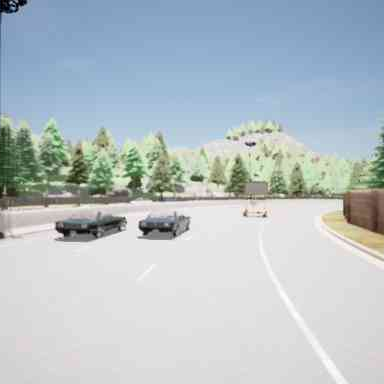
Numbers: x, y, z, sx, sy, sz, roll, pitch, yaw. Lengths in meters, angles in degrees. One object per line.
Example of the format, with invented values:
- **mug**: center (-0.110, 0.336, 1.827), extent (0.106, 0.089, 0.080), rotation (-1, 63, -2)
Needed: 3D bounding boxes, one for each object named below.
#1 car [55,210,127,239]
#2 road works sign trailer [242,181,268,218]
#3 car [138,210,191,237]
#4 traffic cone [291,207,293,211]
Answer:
- **car**: center (-5.122, 1.622, 17.677), extent (1.895, 1.301, 4.718), rotation (1, 0, 11)
- **road works sign trailer**: center (6.429, 0.680, 33.222), extent (2.380, 3.560, 2.880), rotation (1, 0, 25)
- **car**: center (-1.357, 1.668, 18.686), extent (1.895, 1.301, 4.718), rotation (1, 0, 12)
- **traffic cone**: center (13.370, 2.296, 44.300), extent (0.340, 0.580, 0.340), rotation (1, 0, 25)
